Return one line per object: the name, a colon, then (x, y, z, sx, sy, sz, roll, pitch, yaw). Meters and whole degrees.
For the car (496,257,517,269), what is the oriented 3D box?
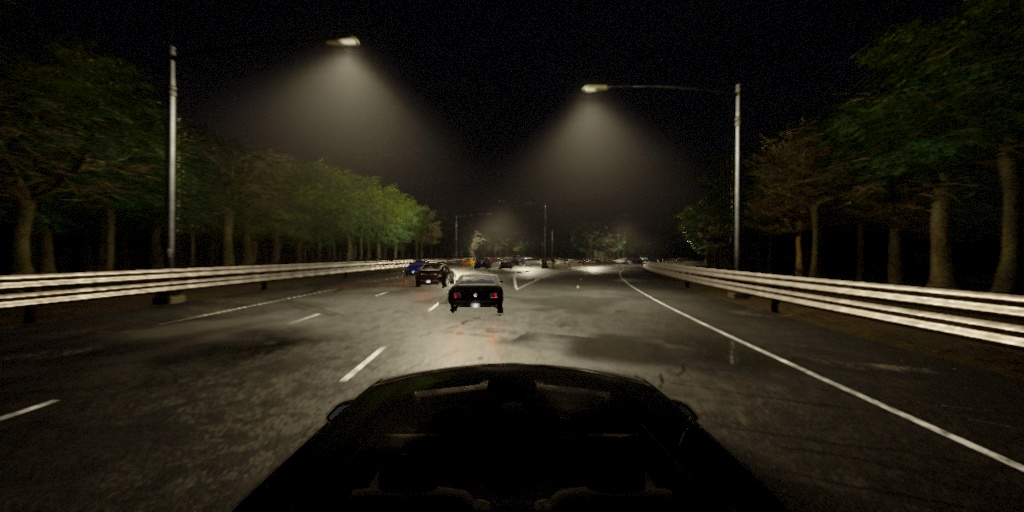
car: (-0.783, 1.245, 54.426, 2.033, 1.411, 5.357, 0, 0, 3)

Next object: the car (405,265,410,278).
car: (-8.449, 1.203, 33.228, 1.812, 1.442, 4.674, 0, 0, 1)

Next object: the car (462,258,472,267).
car: (-7.300, 1.129, 61.384, 1.882, 1.535, 5.008, 0, 0, 4)

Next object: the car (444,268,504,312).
car: (-1.276, 1.339, 14.083, 1.895, 1.301, 4.718, 0, 0, -2)

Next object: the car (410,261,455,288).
car: (-4.877, 1.211, 23.200, 1.837, 1.490, 4.892, 0, 0, -1)

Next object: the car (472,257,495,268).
car: (-4.230, 1.031, 53.380, 2.097, 1.767, 4.553, 0, 0, 3)
